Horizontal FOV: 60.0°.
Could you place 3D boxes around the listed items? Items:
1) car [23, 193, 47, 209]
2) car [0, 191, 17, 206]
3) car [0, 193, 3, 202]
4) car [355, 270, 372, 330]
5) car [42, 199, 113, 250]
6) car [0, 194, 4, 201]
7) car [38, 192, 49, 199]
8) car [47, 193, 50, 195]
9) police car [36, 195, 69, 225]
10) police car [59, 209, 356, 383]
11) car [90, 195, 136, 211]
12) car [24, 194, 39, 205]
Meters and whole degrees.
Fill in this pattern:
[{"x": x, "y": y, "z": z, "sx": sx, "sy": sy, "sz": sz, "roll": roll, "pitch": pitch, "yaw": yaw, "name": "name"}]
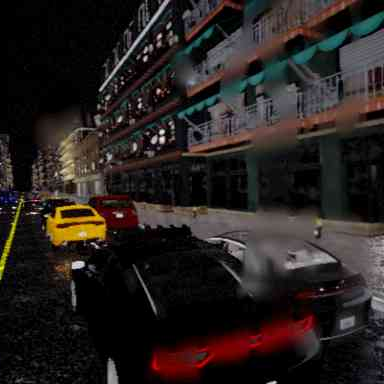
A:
[{"x": -18.303, "y": 1.132, "z": 38.413, "sx": 2.128, "sy": 1.511, "sz": 4.902, "roll": -2, "pitch": 1, "yaw": -26, "name": "car"}, {"x": -26.076, "y": 0.876, "z": 47.139, "sx": 2.150, "sy": 2.045, "sz": 5.566, "roll": -2, "pitch": 1, "yaw": -26, "name": "car"}, {"x": -36.945, "y": 1.041, "z": 62.747, "sx": 1.967, "sy": 1.590, "sz": 4.097, "roll": -2, "pitch": 1, "yaw": -27, "name": "car"}, {"x": 0.951, "y": 1.381, "z": 6.097, "sx": 2.008, "sy": 1.369, "sz": 4.403, "roll": -2, "pitch": 1, "yaw": -27, "name": "car"}, {"x": -4.920, "y": 1.298, "z": 13.773, "sx": 1.882, "sy": 1.535, "sz": 5.008, "roll": -2, "pitch": 1, "yaw": -27, "name": "car"}, {"x": -39.477, "y": 1.102, "z": 67.784, "sx": 1.887, "sy": 1.381, "sz": 4.507, "roll": -2, "pitch": 1, "yaw": -27, "name": "car"}, {"x": -31.993, "y": 0.821, "z": 71.544, "sx": 1.887, "sy": 1.381, "sz": 4.507, "roll": -2, "pitch": 1, "yaw": -27, "name": "car"}, {"x": -27.002, "y": 0.887, "z": 61.627, "sx": 1.752, "sy": 1.417, "sz": 4.829, "roll": -2, "pitch": 1, "yaw": -27, "name": "car"}, {"x": -7.668, "y": 1.200, "z": 19.230, "sx": 1.930, "sy": 1.638, "sz": 5.238, "roll": -2, "pitch": 1, "yaw": -27, "name": "police car"}, {"x": -0.601, "y": 1.321, "z": 4.882, "sx": 1.930, "sy": 1.638, "sz": 5.238, "roll": -2, "pitch": 2, "yaw": -26, "name": "police car"}, {"x": -4.122, "y": 1.062, "z": 16.161, "sx": 2.192, "sy": 1.841, "sz": 5.009, "roll": -2, "pitch": 1, "yaw": -27, "name": "car"}, {"x": -23.954, "y": 1.109, "z": 49.591, "sx": 1.994, "sy": 1.385, "sz": 4.181, "roll": -2, "pitch": 1, "yaw": -27, "name": "car"}]
